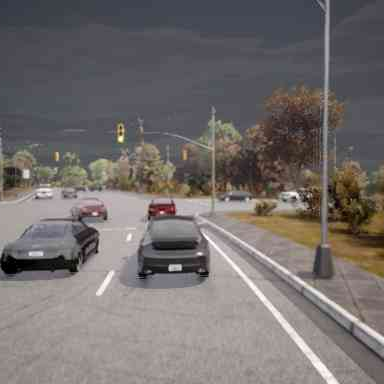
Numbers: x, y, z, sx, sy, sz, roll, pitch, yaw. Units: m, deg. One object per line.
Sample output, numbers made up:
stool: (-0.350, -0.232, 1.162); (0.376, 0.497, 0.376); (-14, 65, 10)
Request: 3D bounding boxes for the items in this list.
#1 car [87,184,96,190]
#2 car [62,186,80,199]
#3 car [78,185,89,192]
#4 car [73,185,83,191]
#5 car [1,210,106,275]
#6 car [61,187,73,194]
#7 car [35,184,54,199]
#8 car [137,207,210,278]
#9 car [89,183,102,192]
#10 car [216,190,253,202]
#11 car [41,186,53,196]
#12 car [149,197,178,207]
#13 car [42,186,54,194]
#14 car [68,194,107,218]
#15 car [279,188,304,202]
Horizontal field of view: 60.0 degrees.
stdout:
car: (-26.720, -1.244, 88.667); (1.837, 1.490, 4.892); (-1, 2, -22)
car: (-17.823, 0.208, 48.772); (1.812, 1.442, 4.674); (-1, 2, -21)
car: (-25.930, -0.806, 77.728); (1.837, 1.490, 4.892); (-1, 2, -23)
car: (-29.953, -1.169, 87.327); (2.128, 1.511, 4.902); (-1, 2, -22)
car: (-4.162, 1.514, 10.458); (1.994, 1.385, 4.181); (0, 1, -5)
car: (-25.131, -0.348, 66.807); (1.895, 1.301, 4.718); (-1, 2, -23)
car: (-21.477, -0.085, 48.512); (2.150, 2.045, 5.566); (-1, 2, -22)
car: (-0.602, 1.454, 10.081); (1.837, 1.490, 4.892); (0, 1, -5)
car: (-22.716, -1.133, 79.103); (2.150, 2.045, 5.566); (-1, 2, -23)
car: (5.538, 0.524, 43.276); (4.892, 1.490, 1.837); (1, 2, -19)
car: (-25.129, -0.155, 57.695); (1.882, 1.535, 5.008); (-1, 2, -22)
car: (-2.016, 1.057, 23.643); (1.882, 1.535, 5.008); (0, 2, -2)
car: (-29.193, -0.417, 67.434); (2.033, 1.411, 5.357); (-1, 2, -23)
car: (-7.174, 1.130, 23.043); (1.812, 1.442, 4.674); (-1, 2, -27)
car: (15.006, 0.470, 46.616); (5.566, 2.045, 2.150); (2, 1, -20)
